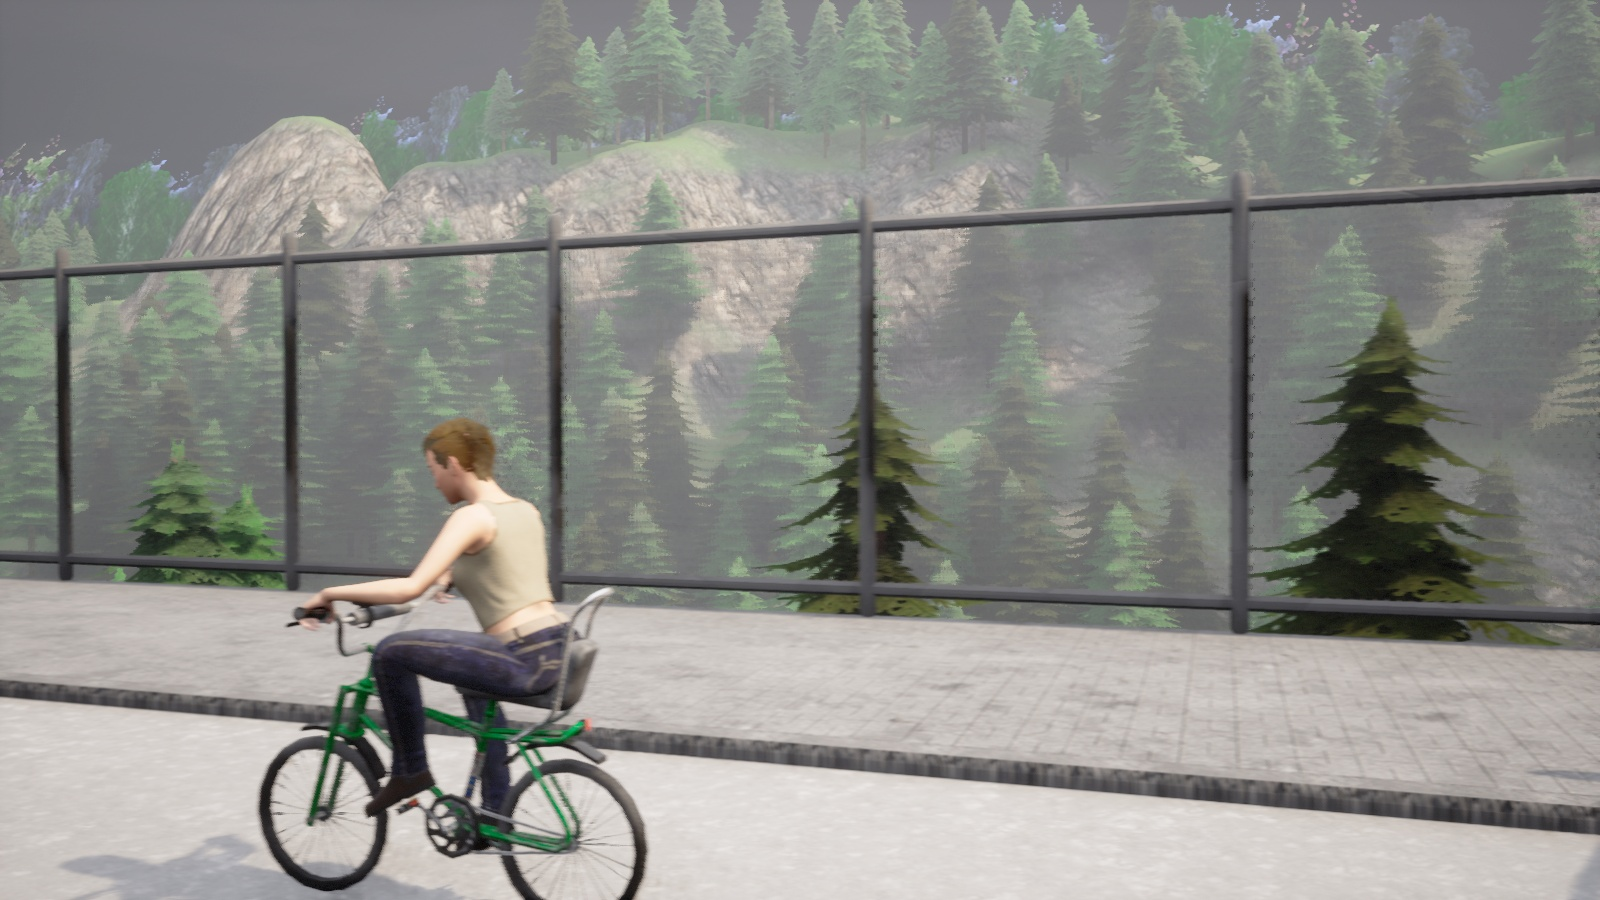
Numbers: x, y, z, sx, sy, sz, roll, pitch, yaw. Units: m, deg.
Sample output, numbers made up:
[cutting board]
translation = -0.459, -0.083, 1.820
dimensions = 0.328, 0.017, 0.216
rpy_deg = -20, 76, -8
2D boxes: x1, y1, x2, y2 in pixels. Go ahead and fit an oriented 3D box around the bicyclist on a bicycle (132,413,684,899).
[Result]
[bicyclist on a bicycle]
translation = -1.253, 0.692, 4.135
dimensions = 1.509, 1.612, 0.866
rpy_deg = 1, 1, 19
